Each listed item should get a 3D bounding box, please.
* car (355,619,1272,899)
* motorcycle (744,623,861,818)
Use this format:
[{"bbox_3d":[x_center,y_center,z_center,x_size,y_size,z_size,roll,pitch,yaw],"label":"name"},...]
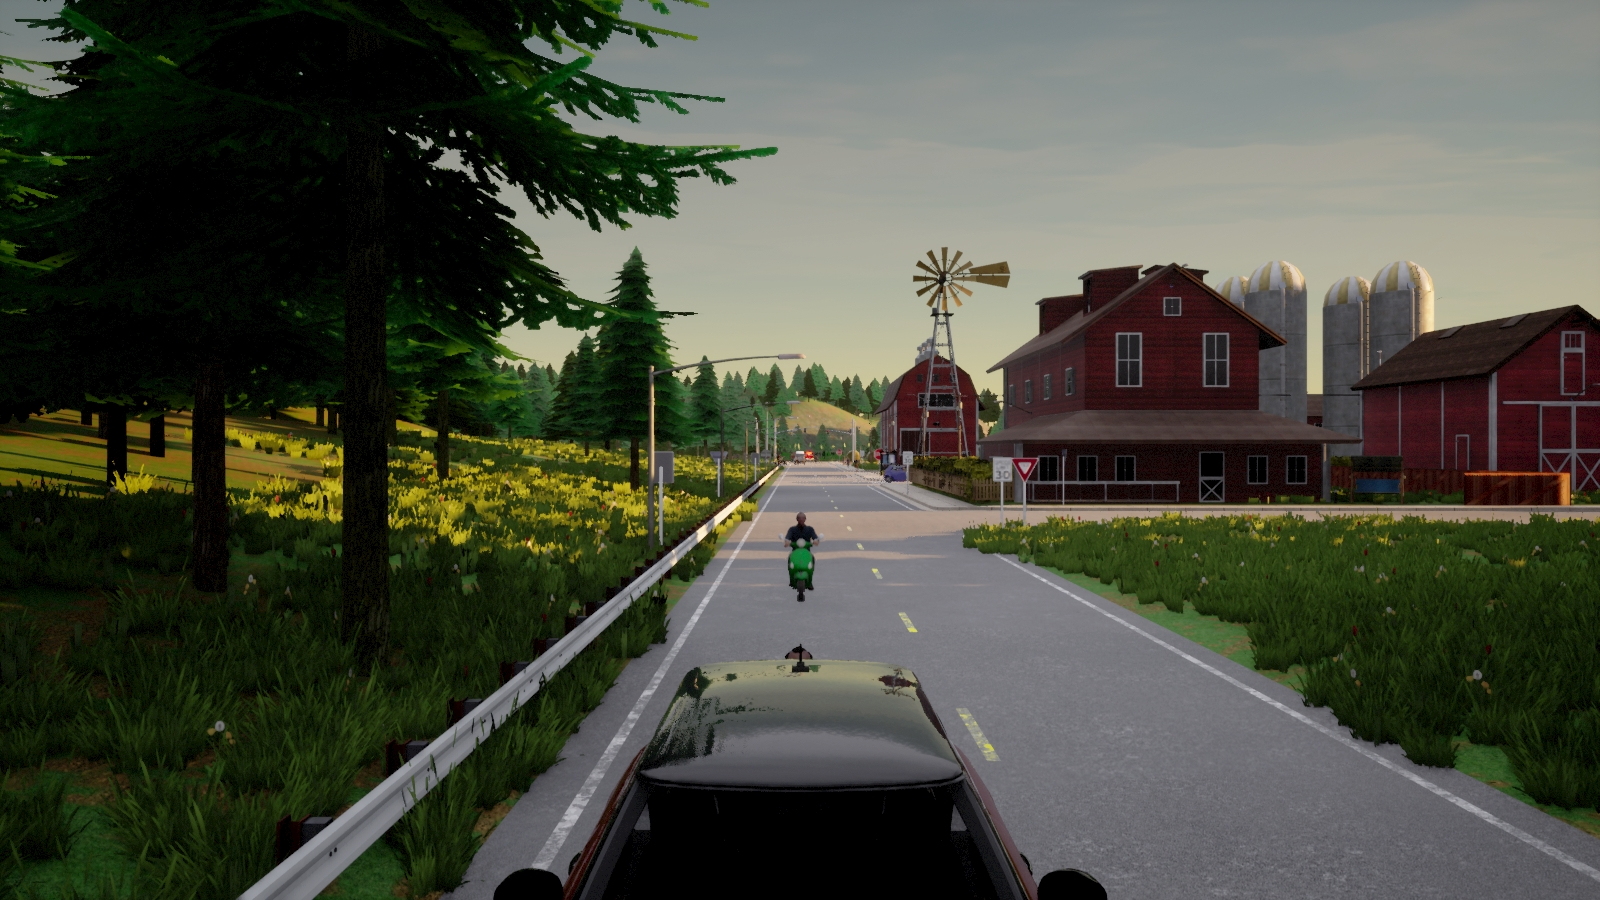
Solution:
[{"bbox_3d":[0.032,1.899,4.503,2.097,1.767,4.553,0,0,0],"label":"car"},{"bbox_3d":[0.013,2.231,9.841,0.867,1.251,2.209,-1,-3,0],"label":"motorcycle"}]
